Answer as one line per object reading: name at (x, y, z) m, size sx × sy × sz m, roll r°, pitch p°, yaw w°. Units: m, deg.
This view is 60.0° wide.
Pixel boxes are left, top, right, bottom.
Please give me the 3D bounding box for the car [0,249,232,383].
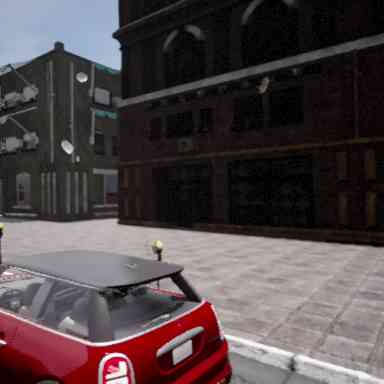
car at (-1.664, 1.443, 4.079) m, size 4.097 × 1.590 × 1.967 m, roll 0°, pitch -1°, yaw 36°
